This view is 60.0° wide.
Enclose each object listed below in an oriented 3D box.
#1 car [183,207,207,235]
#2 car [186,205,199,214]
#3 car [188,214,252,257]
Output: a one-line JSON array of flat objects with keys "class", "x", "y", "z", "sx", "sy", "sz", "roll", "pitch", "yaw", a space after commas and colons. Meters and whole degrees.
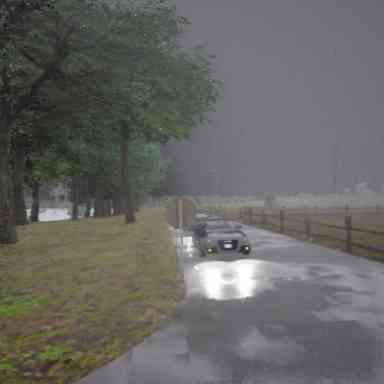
[{"class": "car", "x": 0.331, "y": 2.070, "z": 23.225, "sx": 1.812, "sy": 1.442, "sz": 4.674, "roll": -2, "pitch": -1, "yaw": -5}, {"class": "car", "x": 0.026, "y": 3.024, "z": 58.803, "sx": 1.994, "sy": 1.385, "sz": 4.181, "roll": -2, "pitch": -2, "yaw": -5}, {"class": "car", "x": 1.152, "y": 1.883, "z": 14.416, "sx": 1.994, "sy": 1.385, "sz": 4.181, "roll": -2, "pitch": -1, "yaw": -6}]
